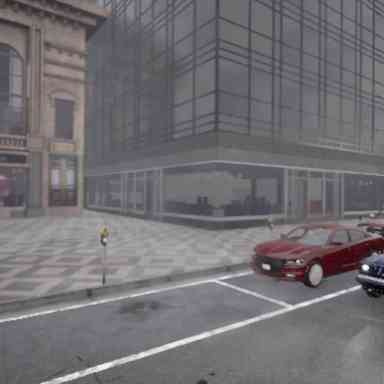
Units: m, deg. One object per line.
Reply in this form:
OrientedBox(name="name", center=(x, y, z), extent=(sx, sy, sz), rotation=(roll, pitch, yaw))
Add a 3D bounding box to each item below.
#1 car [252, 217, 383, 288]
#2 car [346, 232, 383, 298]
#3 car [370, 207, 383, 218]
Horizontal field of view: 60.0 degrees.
OrientedBox(name="car", center=(3.631, 1.570, 9.345), extent=(4.507, 1.381, 1.887), rotation=(0, 0, -35))
OrientedBox(name="car", center=(5.690, 1.627, 7.423), extent=(4.718, 1.301, 1.895), rotation=(0, 0, -35))
OrientedBox(name="car", center=(8.213, 1.354, 12.610), extent=(5.009, 1.841, 2.192), rotation=(0, 0, -35))
